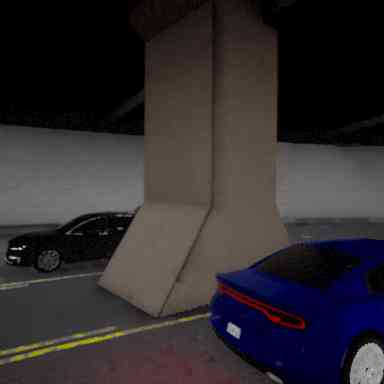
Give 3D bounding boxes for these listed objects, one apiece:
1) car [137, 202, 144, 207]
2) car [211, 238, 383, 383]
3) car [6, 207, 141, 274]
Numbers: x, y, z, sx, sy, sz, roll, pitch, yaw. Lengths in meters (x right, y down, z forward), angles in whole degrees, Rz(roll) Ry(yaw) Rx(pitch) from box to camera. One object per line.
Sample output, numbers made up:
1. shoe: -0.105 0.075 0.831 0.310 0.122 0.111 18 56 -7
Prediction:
1. car: -1.692 1.174 14.489 4.553 1.767 2.097 0 1 -24
2. car: 2.687 1.439 4.953 5.008 1.535 1.882 0 0 -27
3. car: -2.845 1.367 10.077 4.892 1.490 1.837 0 0 -29
